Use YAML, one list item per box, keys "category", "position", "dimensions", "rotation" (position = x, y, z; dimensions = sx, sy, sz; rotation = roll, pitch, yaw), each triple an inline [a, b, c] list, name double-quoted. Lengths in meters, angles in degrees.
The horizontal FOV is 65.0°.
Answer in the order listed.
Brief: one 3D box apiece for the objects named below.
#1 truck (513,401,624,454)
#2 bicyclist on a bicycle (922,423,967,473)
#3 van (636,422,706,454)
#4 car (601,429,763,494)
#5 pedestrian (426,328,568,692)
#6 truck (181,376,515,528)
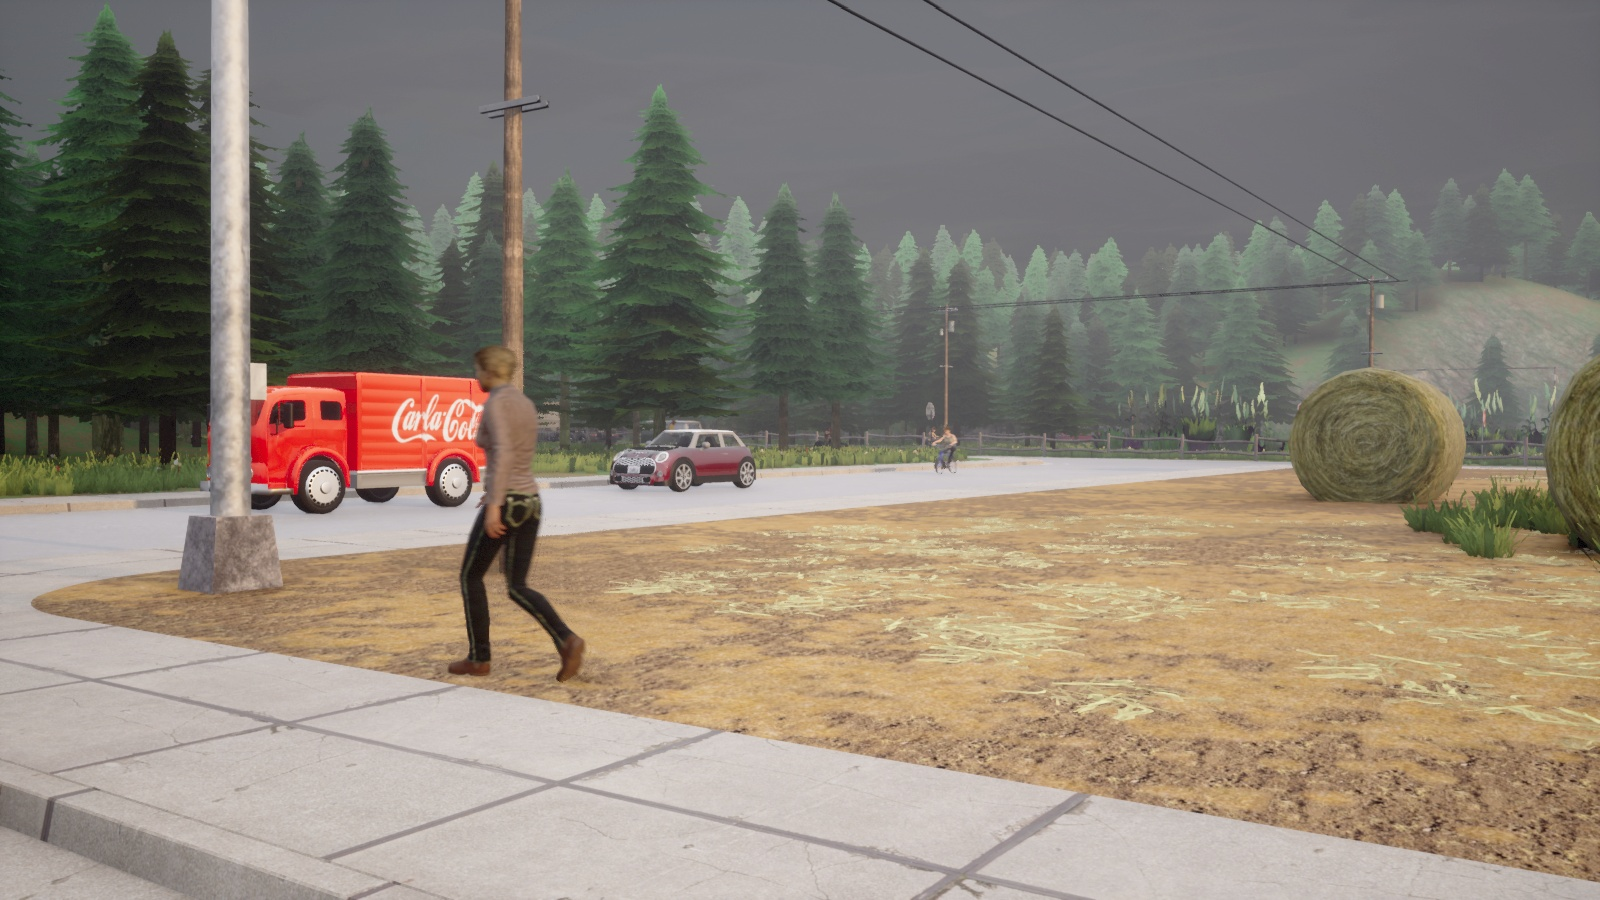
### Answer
- category: "truck"
  position: [-16.090, -1.525, 87.022]
  dimensions: [7.936, 3.462, 2.891]
  rotation: [0, 1, 36]
- category: "bicyclist on a bicycle"
  position: [4.842, -0.072, 41.963]
  dimensions: [0.866, 1.612, 1.509]
  rotation: [0, 1, 34]
- category: "van"
  position: [-8.395, -0.790, 81.489]
  dimensions: [4.442, 1.987, 1.775]
  rotation: [0, 1, 36]
- category: "car"
  position: [-2.829, 0.238, 30.845]
  dimensions: [1.970, 1.475, 3.806]
  rotation: [0, 1, 35]
- category: "pedestrian"
  position: [-1.600, 0.303, 6.635]
  dimensions: [0.634, 1.846, 0.331]
  rotation: [0, 1, 25]
- category: "truck"
  position: [-8.142, -0.019, 23.156]
  dimensions: [2.627, 2.467, 5.204]
  rotation: [0, 1, 35]
